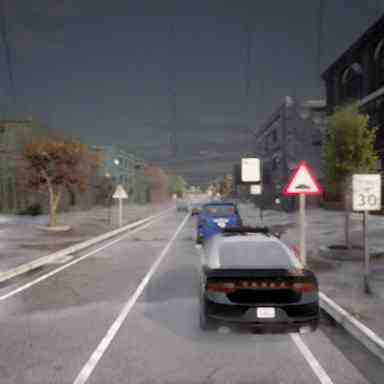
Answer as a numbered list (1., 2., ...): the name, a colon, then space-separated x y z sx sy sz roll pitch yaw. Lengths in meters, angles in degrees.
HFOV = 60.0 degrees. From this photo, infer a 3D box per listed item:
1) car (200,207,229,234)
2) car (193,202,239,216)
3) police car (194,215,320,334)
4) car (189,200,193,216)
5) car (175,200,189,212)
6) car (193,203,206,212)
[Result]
1. car: 1.447 1.897 23.337 1.801 1.575 5.366 0 -1 1
2. car: 1.310 1.541 17.182 2.150 2.045 5.566 0 -1 1
3. police car: 1.093 1.541 7.262 1.930 1.638 5.238 0 -1 1
4. car: 1.027 2.193 43.735 2.097 1.767 4.553 0 -1 2
5. car: -1.711 2.597 57.120 1.837 1.490 4.892 0 -1 1
6. car: 1.261 2.596 55.745 2.033 1.411 5.357 0 -1 1
